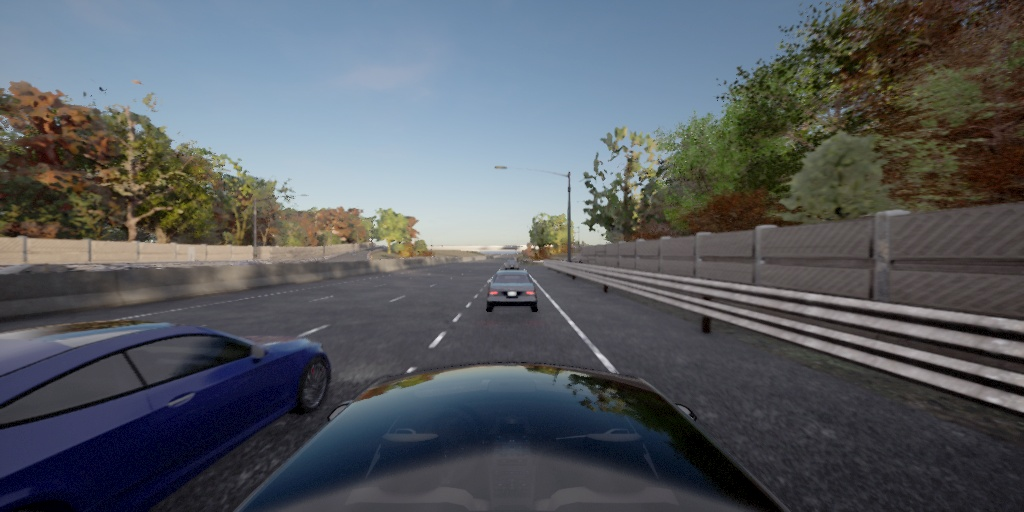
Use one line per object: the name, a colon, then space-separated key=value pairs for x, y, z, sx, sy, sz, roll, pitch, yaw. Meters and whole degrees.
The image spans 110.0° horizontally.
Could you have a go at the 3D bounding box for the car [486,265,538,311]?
car: x=0.001 y=1.268 z=14.142 sx=2.033 sy=1.411 sz=5.357 roll=0 pitch=0 yaw=0

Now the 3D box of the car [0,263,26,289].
car: x=-31.576 y=1.187 z=20.108 sx=1.882 sy=1.535 sz=5.008 roll=0 pitch=0 yaw=0

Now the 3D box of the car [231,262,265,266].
car: x=-24.574 y=1.239 z=33.240 sx=2.033 sy=1.411 sz=5.357 roll=0 pitch=0 yaw=0

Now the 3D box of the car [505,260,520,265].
car: x=0.009 y=1.225 z=44.795 sx=2.033 sy=1.411 sz=5.357 roll=0 pitch=0 yaw=0

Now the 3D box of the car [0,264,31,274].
car: x=-28.078 y=1.186 z=20.819 sx=1.882 sy=1.535 sz=5.008 roll=0 pitch=0 yaw=0

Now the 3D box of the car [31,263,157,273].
car: x=-21.080 y=1.204 z=19.031 sx=2.128 sy=1.511 sz=4.902 roll=0 pitch=0 yaw=0

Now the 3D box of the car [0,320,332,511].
car: x=-3.400 y=1.272 z=3.023 sx=1.812 sy=1.442 sz=4.674 roll=0 pitch=0 yaw=0

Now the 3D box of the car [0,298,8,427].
car: x=-6.899 y=1.255 z=1.806 sx=1.837 sy=1.490 sz=4.892 roll=0 pitch=0 yaw=0
